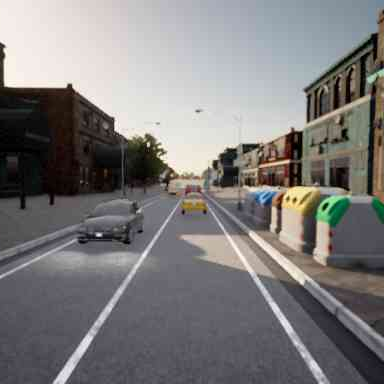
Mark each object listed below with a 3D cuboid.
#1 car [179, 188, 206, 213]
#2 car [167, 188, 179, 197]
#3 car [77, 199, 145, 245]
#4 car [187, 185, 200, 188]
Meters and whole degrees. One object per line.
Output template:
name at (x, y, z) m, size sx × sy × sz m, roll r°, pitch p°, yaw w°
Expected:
car at (0.165, 0.749, 25.867) m, size 1.801 × 1.575 × 5.366 m, roll 1°, pitch 1°, yaw 0°
car at (-2.936, 0.035, 54.517) m, size 1.882 × 1.535 × 5.008 m, roll 1°, pitch 1°, yaw 1°
car at (-3.062, 1.104, 13.397) m, size 1.837 × 1.490 × 4.892 m, roll 1°, pitch 2°, yaw 0°
car at (0.198, 0.064, 43.845) m, size 2.150 × 2.045 × 5.566 m, roll 1°, pitch 1°, yaw 0°
